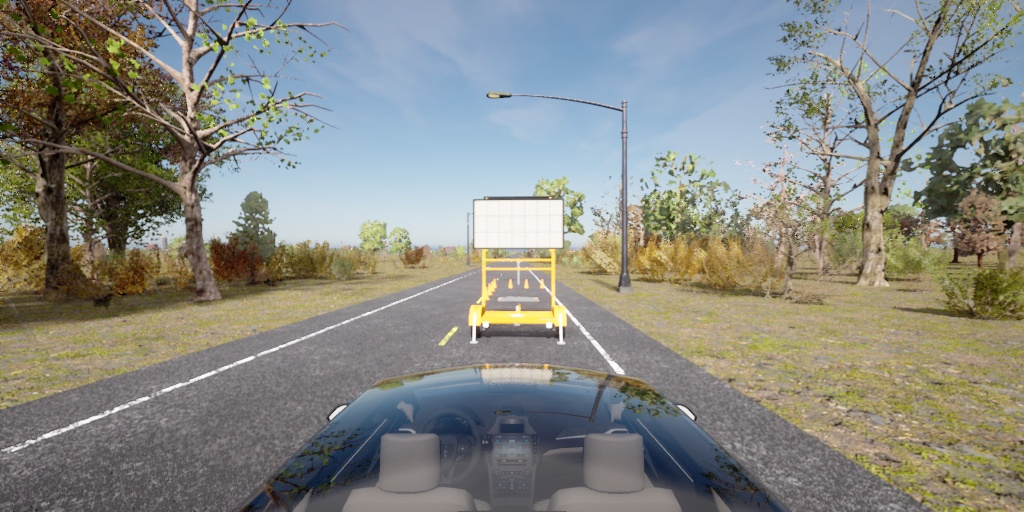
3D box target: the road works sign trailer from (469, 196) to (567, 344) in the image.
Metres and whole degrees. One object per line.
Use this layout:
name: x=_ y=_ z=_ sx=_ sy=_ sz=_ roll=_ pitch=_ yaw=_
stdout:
road works sign trailer: x=0.179 y=0.220 z=9.603 sx=2.380 sy=3.560 sz=2.880 roll=0 pitch=0 yaw=2
